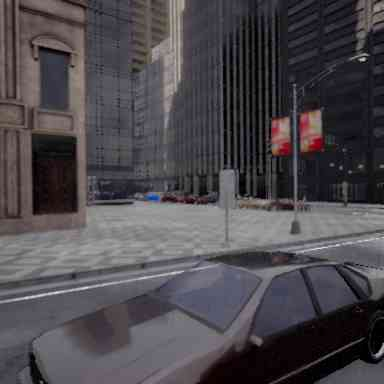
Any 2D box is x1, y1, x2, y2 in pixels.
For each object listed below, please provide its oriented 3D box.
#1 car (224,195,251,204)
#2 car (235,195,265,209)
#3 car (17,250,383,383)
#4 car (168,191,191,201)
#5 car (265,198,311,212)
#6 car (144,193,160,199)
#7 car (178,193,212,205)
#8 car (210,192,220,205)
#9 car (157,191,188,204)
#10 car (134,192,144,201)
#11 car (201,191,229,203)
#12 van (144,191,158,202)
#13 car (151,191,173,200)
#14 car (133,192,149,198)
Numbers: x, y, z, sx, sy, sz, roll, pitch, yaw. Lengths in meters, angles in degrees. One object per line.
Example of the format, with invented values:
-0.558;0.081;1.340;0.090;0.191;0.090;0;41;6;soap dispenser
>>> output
7.312;1.121;53.549;1.947;1.339;4.313;0;1;-36;car
7.083;1.293;39.302;1.752;1.417;4.829;0;1;-36;car
0.845;1.542;4.286;5.357;1.411;2.033;0;0;-35;car
-2.565;0.715;67.226;2.192;1.841;5.009;0;1;-36;car
10.277;1.356;34.880;1.887;1.381;4.507;0;1;-36;car
-9.151;0.871;76.349;1.802;1.307;4.206;0;1;-36;car
0.399;1.216;48.560;1.887;1.381;4.507;0;1;-36;car
3.391;1.137;49.151;2.128;1.511;4.902;-1;1;-35;car
-2.894;0.936;53.119;2.192;1.841;5.009;0;1;-36;car
-9.480;1.067;62.241;2.008;1.369;4.403;0;1;-36;car
4.020;0.820;58.106;2.192;1.841;5.009;0;1;-36;car
-6.187;0.910;57.679;1.690;1.788;3.998;0;1;-36;van
-5.607;0.618;61.737;1.837;1.490;4.892;-1;1;-36;car
-12.443;0.776;80.908;1.887;1.381;4.507;0;1;-36;car
